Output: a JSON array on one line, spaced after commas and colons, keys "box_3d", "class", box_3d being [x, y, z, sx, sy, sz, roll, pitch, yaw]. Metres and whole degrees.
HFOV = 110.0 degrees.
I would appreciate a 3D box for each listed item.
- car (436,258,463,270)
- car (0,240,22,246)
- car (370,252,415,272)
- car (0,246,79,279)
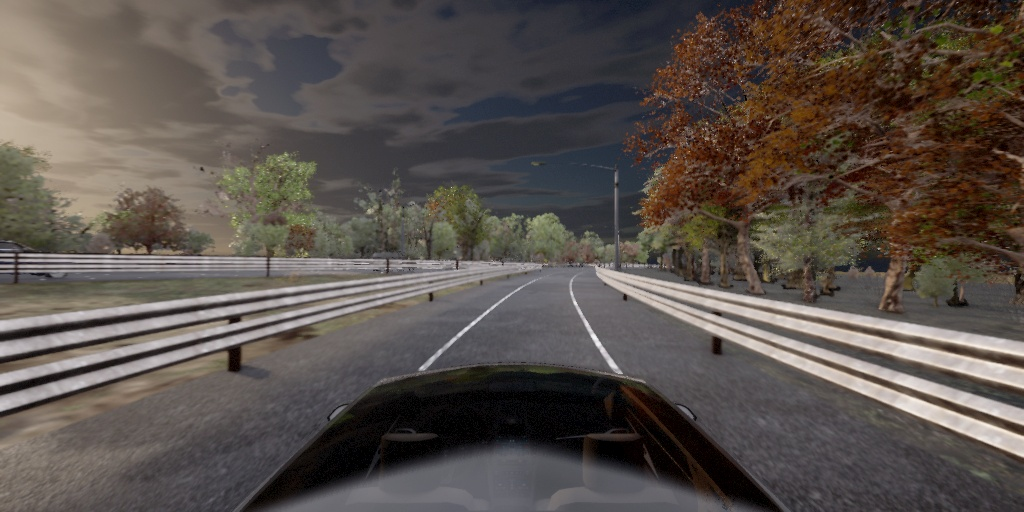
[{"box_3d": [-9.394, 1.153, 54.703, 2.097, 1.767, 4.553, 0, -1, 30], "class": "car"}, {"box_3d": [-29.481, 0.088, 20.551, 2.150, 2.045, 5.566, 0, -1, 31], "class": "car"}, {"box_3d": [-13.417, 0.673, 40.891, 2.150, 2.045, 5.566, 0, -1, 30], "class": "car"}, {"box_3d": [-26.482, 0.371, 18.746, 1.882, 1.535, 5.008, 0, -1, 31], "class": "car"}]
